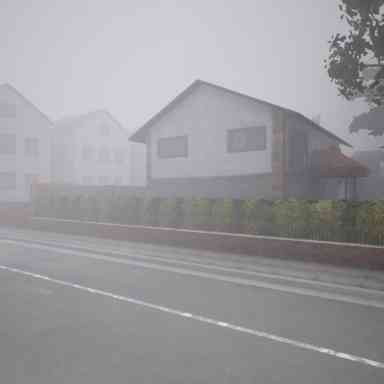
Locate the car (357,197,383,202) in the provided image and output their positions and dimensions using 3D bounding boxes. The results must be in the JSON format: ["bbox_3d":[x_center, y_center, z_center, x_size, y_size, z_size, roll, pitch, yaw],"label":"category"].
[{"bbox_3d":[14.618,1.168,25.879,3.806,1.475,1.970,0,0,35],"label":"car"}]
